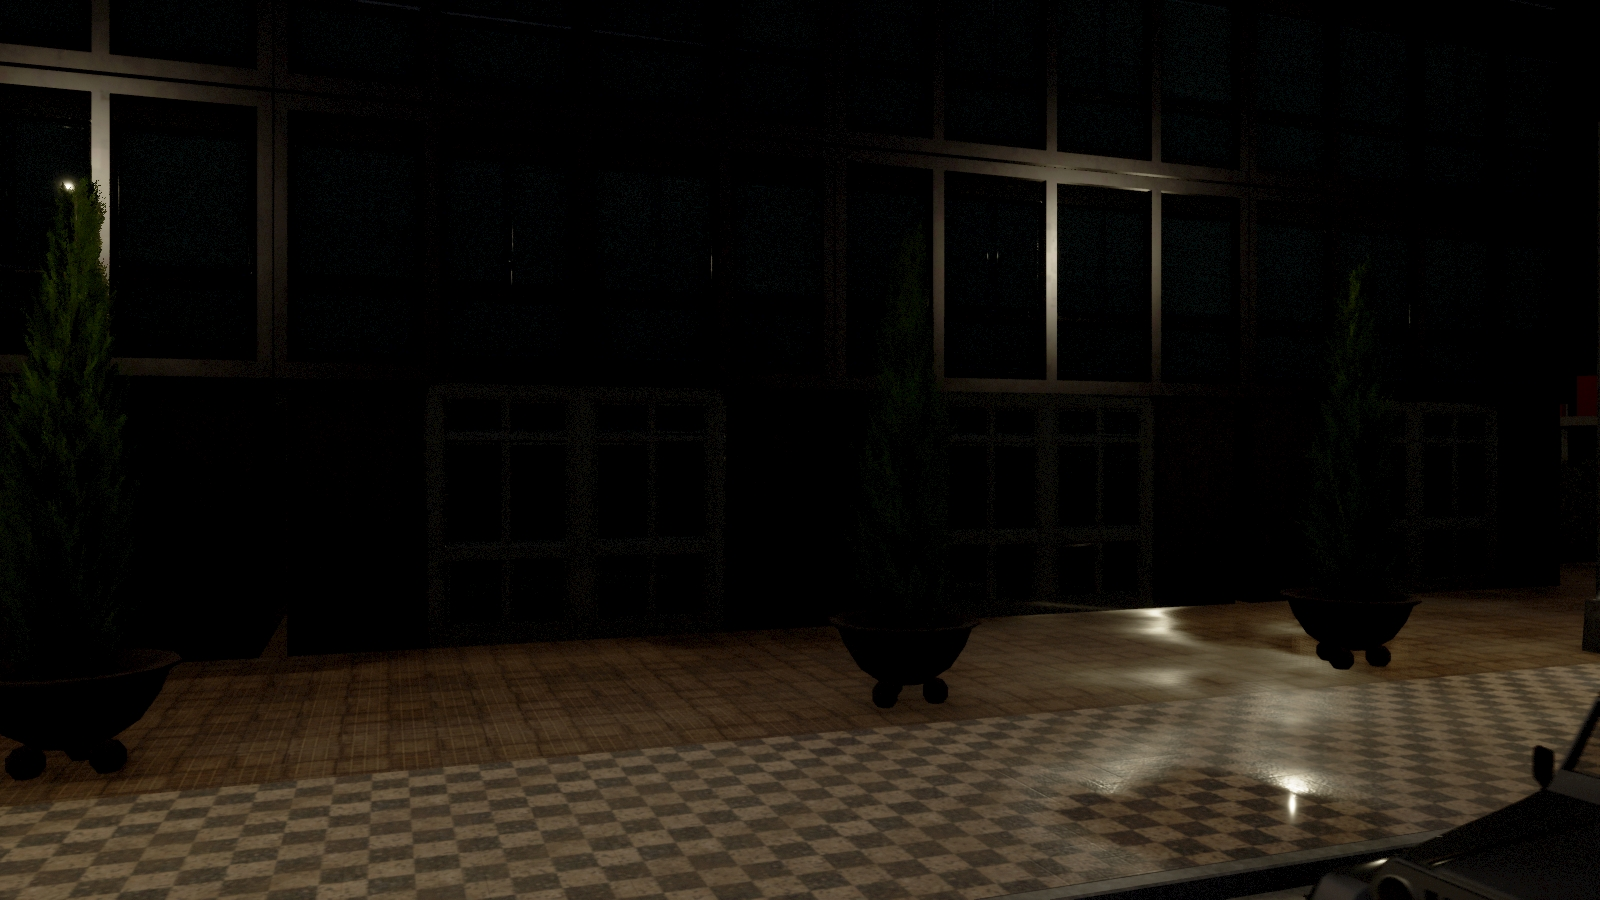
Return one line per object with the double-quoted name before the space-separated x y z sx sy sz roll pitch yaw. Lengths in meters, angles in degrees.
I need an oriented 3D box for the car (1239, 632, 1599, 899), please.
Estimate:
"car" 4.071 1.859 4.780 3.866 1.878 1.905 0 0 -20
